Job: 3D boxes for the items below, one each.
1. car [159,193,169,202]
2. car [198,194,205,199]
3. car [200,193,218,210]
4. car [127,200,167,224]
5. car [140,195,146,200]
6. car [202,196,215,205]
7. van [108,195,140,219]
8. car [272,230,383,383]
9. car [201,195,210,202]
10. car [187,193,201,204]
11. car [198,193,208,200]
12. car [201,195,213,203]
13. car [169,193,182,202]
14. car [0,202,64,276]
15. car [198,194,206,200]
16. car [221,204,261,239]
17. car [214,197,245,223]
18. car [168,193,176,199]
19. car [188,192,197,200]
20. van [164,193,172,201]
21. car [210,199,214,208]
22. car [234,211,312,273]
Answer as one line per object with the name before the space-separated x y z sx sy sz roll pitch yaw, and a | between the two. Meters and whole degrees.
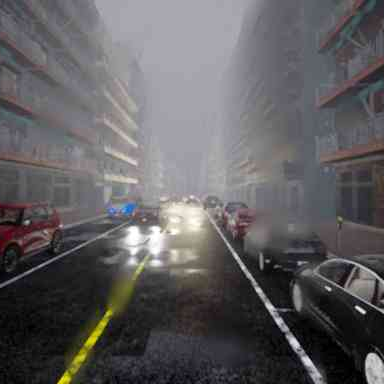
car | -5.678 1.310 66.771 1.752 1.417 4.829 0 0 0
car | 2.707 1.313 95.225 2.008 1.369 4.403 0 0 0
car | 2.396 1.197 40.203 2.097 1.767 4.553 0 0 0
car | -3.094 1.495 23.820 1.895 1.301 4.718 0 0 0
car | -5.685 1.178 32.968 2.192 1.841 5.009 0 0 0
car | 2.700 1.353 55.593 1.887 1.381 4.507 0 0 0
van | -5.685 1.221 27.309 1.690 1.788 3.998 0 0 0
car | 2.691 1.529 4.638 2.008 1.369 4.403 0 0 0
car | 2.702 1.309 67.087 1.752 1.417 4.829 0 0 0
car | 0.013 1.348 58.690 2.033 1.411 5.357 0 0 0
car | 2.704 1.082 83.900 2.192 1.841 5.009 0 0 0
car | 2.701 1.339 61.259 1.887 1.381 4.507 0 0 0
car | -2.996 1.351 65.776 1.994 1.385 4.181 0 0 0
car | -5.688 1.267 10.322 2.192 1.841 5.009 0 0 0
car | 2.706 1.315 89.563 2.008 1.369 4.403 0 0 0
car | 2.693 1.471 15.963 1.887 1.381 4.507 0 0 0
car | 2.694 1.343 21.622 1.967 1.590 4.097 0 0 0
car | -5.674 1.202 95.250 1.967 1.590 4.097 0 0 0
car | 0.018 0.938 78.484 2.097 1.767 4.553 0 0 0
van | -5.677 1.111 78.265 1.690 1.788 3.998 0 0 0
car | 2.695 1.462 27.287 1.802 1.307 4.206 0 0 0
car | 2.693 1.503 10.300 2.008 1.369 4.403 0 0 0
